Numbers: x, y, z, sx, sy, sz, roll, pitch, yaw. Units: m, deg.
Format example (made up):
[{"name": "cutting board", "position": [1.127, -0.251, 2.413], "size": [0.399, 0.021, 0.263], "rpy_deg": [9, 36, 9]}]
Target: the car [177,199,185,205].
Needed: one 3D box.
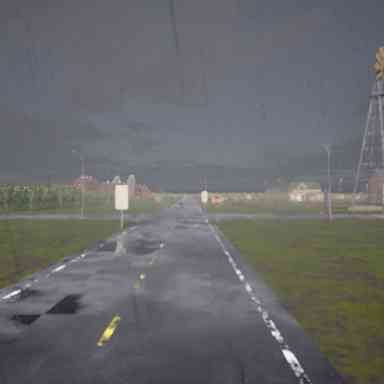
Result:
[{"name": "car", "position": [-2.742, 2.477, 82.122], "size": [1.837, 1.490, 4.892], "rpy_deg": [0, -1, 0]}]
